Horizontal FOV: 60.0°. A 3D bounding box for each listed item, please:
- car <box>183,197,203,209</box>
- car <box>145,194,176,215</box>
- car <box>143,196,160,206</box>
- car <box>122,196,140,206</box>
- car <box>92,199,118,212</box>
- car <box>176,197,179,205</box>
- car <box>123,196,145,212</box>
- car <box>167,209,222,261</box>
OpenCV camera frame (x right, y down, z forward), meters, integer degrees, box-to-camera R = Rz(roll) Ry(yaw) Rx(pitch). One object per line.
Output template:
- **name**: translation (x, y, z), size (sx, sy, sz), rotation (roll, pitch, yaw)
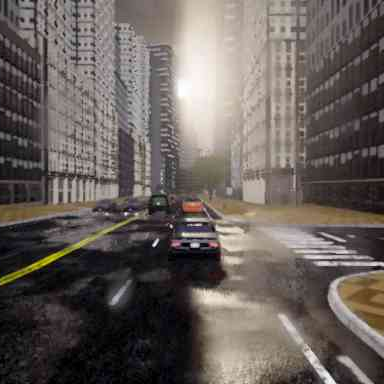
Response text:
- **car**: translation (0.093, 1.336, 35.079), size (2.097, 1.767, 4.553), rotation (0, 0, 0)
- **car**: translation (-3.159, 1.210, 34.125), size (2.150, 2.045, 5.566), rotation (0, 0, 0)
- **car**: translation (-6.564, 1.468, 53.919), size (2.128, 1.511, 4.902), rotation (0, 0, 0)
- **car**: translation (-9.814, 1.468, 53.920), size (2.128, 1.511, 4.902), rotation (0, 0, 0)
- **car**: translation (-9.845, 1.531, 38.240), size (2.033, 1.411, 5.357), rotation (0, 0, 0)
- **car**: translation (-3.160, 1.502, 56.858), size (1.812, 1.442, 4.674), rotation (0, 0, 0)
- **car**: translation (-6.595, 1.531, 38.242), size (2.033, 1.411, 5.357), rotation (0, 0, 0)
- **car**: translation (0.095, 1.654, 12.848), size (2.033, 1.411, 5.357), rotation (0, 1, 0)
